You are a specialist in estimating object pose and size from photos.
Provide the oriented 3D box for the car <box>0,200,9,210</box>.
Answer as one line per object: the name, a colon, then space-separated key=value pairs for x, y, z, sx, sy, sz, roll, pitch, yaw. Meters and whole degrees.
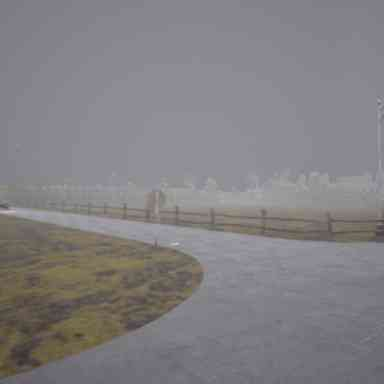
car: x=-26.356 y=1.757 z=45.284 sx=1.895 sy=1.301 sz=4.718 roll=2 pitch=-2 yaw=-41
